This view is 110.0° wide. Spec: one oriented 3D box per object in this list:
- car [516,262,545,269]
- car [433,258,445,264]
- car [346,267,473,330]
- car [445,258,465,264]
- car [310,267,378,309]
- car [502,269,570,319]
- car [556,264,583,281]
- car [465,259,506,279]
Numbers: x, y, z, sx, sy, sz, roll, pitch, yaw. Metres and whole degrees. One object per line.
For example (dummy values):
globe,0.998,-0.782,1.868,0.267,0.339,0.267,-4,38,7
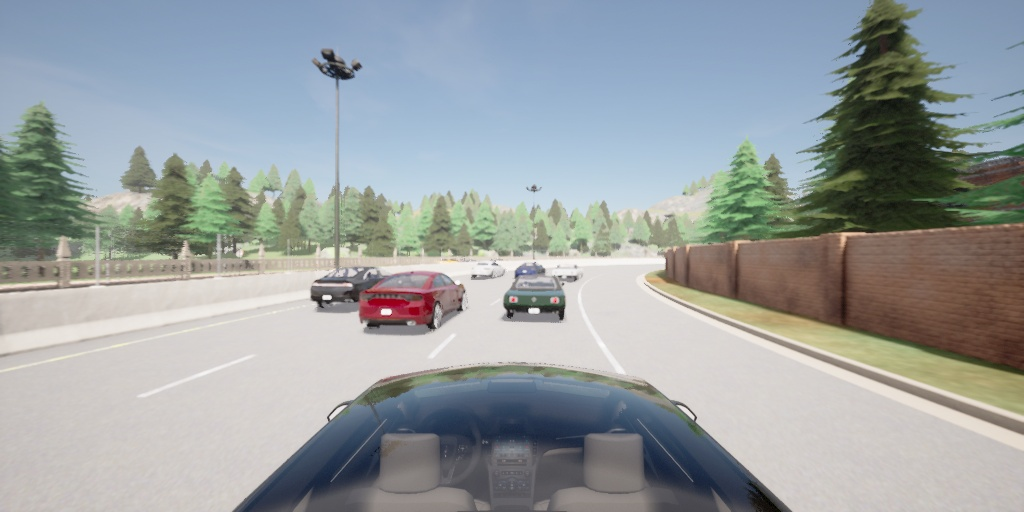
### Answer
car,1.650,1.198,30.868,1.994,1.385,4.181,0,0,18
car,-9.161,0.998,50.614,1.882,1.535,5.008,0,0,28
car,-2.761,1.181,11.065,1.882,1.535,5.008,0,0,6
car,-6.343,1.084,48.605,2.033,1.411,5.357,0,0,26
car,-5.864,1.171,14.378,2.128,1.511,4.902,0,0,7
car,0.922,1.308,12.681,1.895,1.301,4.718,0,0,7
car,4.560,1.253,28.690,1.895,1.301,4.718,0,0,18
car,-1.997,1.149,31.000,1.812,1.442,4.674,0,0,18
